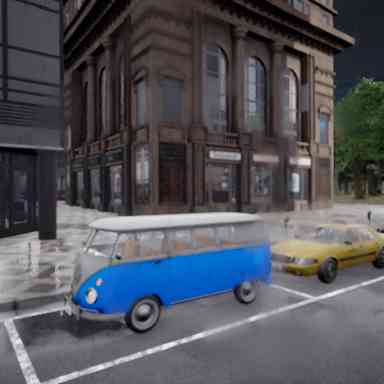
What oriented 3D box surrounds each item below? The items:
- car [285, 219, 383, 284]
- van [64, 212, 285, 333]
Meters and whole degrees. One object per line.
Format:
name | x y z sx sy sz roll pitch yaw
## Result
car | 4.057 1.498 9.520 4.829 1.417 1.752 0 0 -35
van | -0.239 1.330 6.471 3.998 1.788 1.690 0 0 -35
